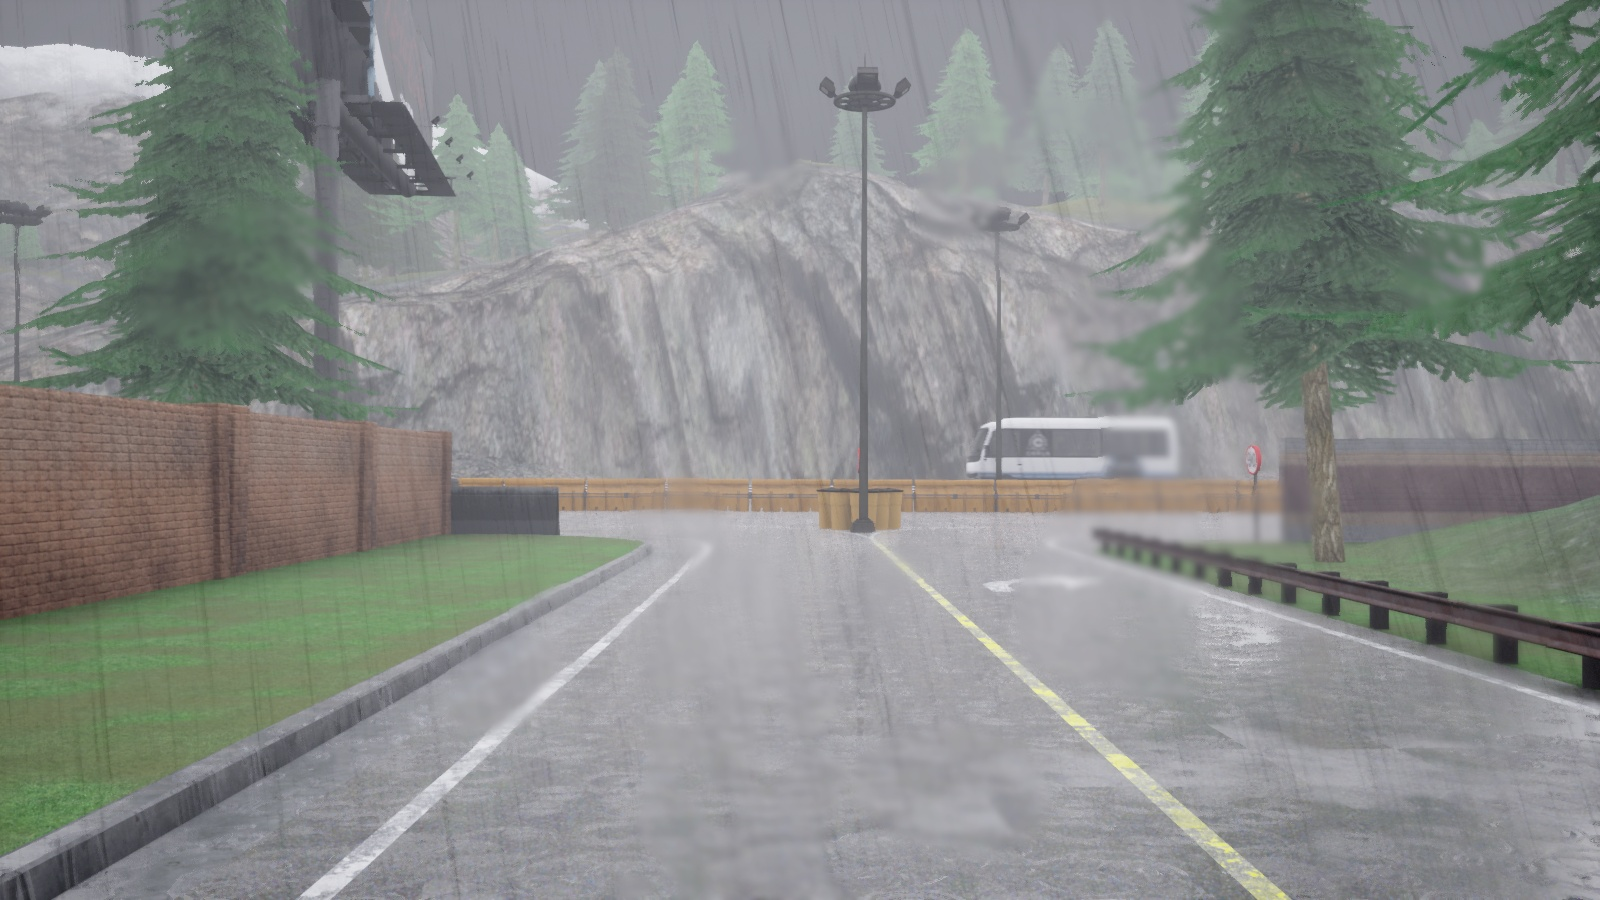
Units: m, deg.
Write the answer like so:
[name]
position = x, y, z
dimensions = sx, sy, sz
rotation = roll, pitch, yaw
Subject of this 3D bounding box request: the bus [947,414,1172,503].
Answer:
[bus]
position = 12.660, 0.446, 62.070
dimensions = 10.273, 4.253, 3.944
rotation = 0, -1, -1
